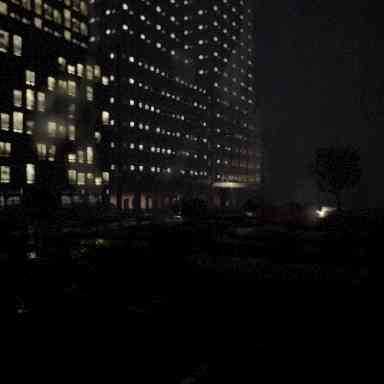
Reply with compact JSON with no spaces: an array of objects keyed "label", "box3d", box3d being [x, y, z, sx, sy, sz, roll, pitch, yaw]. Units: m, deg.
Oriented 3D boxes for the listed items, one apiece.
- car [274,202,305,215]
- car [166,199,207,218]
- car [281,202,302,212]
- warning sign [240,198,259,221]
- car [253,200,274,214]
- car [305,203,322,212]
[{"label":"car","box3d":[13.068,2.225,44.506,1.812,1.442,4.674,-1,-1,37]},{"label":"car","box3d":[-0.544,1.763,37.157,2.150,2.045,5.566,-1,-1,36]},{"label":"car","box3d":[16.387,2.376,54.619,1.882,1.535,5.008,-1,-1,36]},{"label":"warning sign","box3d":[4.979,1.499,28.685,1.300,1.860,1.060,0,0,36]},{"label":"car","box3d":[10.421,2.210,46.392,1.882,1.535,5.008,-1,-1,37]},{"label":"car","box3d":[19.010,2.411,52.698,2.033,1.411,5.357,-1,-1,36]}]
